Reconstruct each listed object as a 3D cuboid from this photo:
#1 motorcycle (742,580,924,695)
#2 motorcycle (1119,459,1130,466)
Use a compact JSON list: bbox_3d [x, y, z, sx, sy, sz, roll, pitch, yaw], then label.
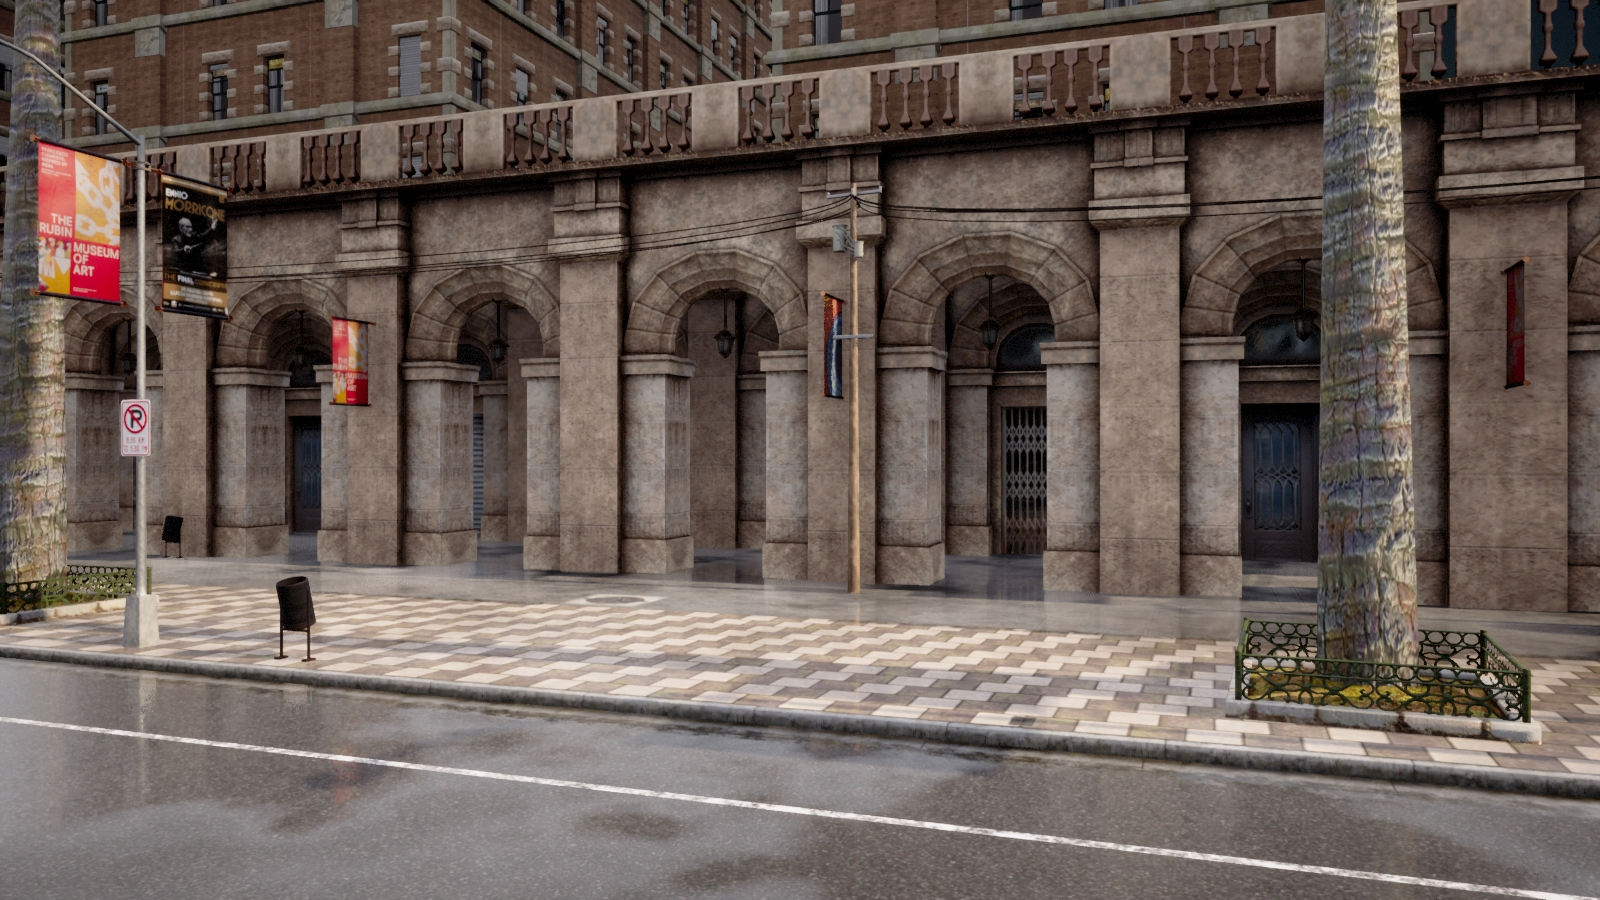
[{"bbox_3d":[0.395,2.215,13.714,2.033,1.145,0.803,0,0,20],"label":"motorcycle"},{"bbox_3d":[57.932,2.188,203.954,1.805,1.236,0.856,0,0,20],"label":"motorcycle"}]
